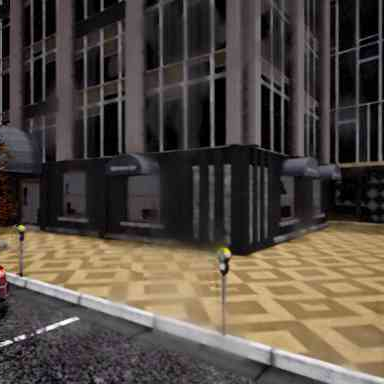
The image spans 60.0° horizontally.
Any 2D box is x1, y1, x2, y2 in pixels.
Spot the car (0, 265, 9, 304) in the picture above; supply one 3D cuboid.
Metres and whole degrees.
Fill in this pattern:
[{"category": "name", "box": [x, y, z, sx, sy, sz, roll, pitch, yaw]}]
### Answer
[{"category": "car", "box": [-5.263, 1.586, 6.627, 4.206, 1.307, 1.802, 0, 0, 35]}]
